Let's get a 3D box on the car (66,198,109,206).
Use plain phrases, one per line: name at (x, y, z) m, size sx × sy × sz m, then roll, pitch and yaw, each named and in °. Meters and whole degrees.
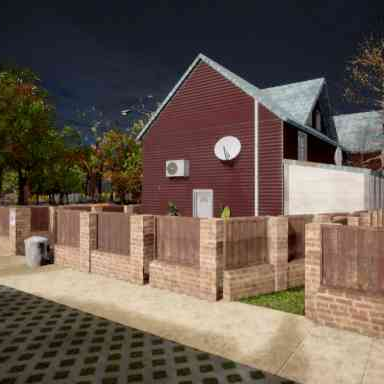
car at (-10.058, 1.431, 31.716) m, size 2.097 × 1.767 × 4.553 m, roll 0°, pitch 0°, yaw 35°
